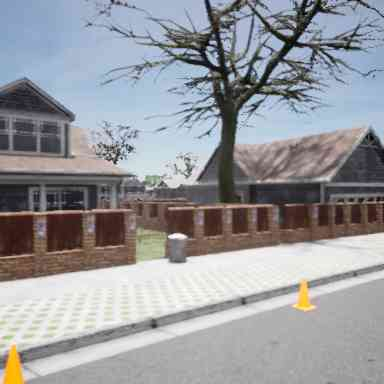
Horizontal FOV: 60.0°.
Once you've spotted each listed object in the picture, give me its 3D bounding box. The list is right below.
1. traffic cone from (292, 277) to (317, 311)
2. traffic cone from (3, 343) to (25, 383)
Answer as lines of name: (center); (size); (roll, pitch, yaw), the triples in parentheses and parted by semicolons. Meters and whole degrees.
traffic cone: (2.195, 1.956, 6.506); (0.340, 0.580, 0.340); (0, 0, -34)
traffic cone: (-1.944, 1.949, 3.630); (0.340, 0.580, 0.340); (0, 0, -35)
